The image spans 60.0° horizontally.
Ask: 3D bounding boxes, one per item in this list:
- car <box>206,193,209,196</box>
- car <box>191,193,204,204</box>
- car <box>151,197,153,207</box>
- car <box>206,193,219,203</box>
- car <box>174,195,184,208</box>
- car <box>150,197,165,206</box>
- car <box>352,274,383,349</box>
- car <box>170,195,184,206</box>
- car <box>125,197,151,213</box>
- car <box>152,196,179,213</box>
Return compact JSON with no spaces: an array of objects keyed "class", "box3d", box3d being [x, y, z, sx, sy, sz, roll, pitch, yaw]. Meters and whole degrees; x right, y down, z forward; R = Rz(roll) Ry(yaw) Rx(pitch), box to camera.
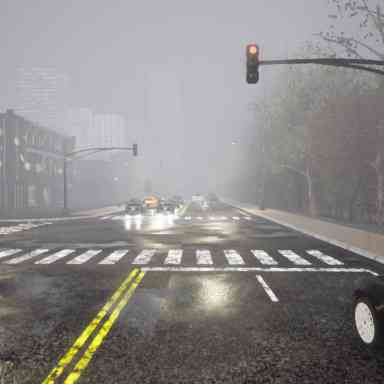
[{"class":"car","box3d":[4.419,1.195,76.625,2.150,2.045,5.566,0,0,1]},{"class":"car","box3d":[1.062,1.188,62.693,2.150,2.045,5.566,0,-1,1]},{"class":"car","box3d":[-5.886,1.462,45.876,1.882,1.535,5.008,0,0,1]},{"class":"car","box3d":[4.359,1.480,66.162,1.837,1.490,4.892,0,0,1]},{"class":"car","box3d":[-2.631,1.476,46.199,2.128,1.511,4.902,0,0,1]},{"class":"car","box3d":[-5.716,1.544,55.927,1.994,1.385,4.181,0,0,2]},{"class":"car","box3d":[3.396,1.477,3.207,1.882,1.535,5.008,0,0,1]},{"class":"car","box3d":[-2.473,1.332,56.490,2.097,1.767,4.553,0,0,1]},{"class":"car","box3d":[-6.048,1.480,36.364,2.128,1.511,4.902,0,0,-1]},{"class":"car","box3d":[-2.831,1.480,36.692,2.128,1.511,4.902,0,0,-2]}]
